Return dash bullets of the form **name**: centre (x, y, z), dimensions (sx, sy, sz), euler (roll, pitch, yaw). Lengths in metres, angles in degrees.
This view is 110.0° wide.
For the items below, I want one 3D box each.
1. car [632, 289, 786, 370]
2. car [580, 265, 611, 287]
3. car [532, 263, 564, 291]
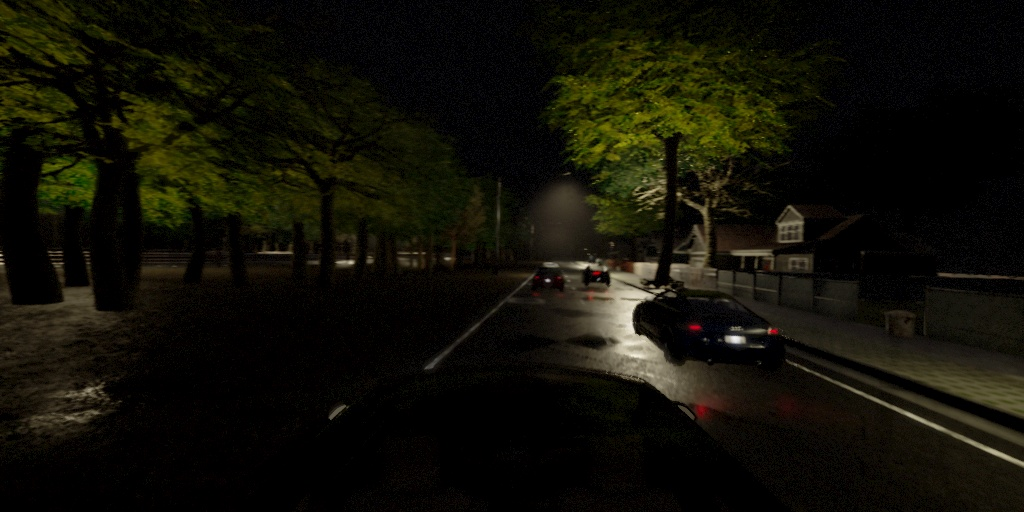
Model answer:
- **car**: centre (4.163, 1.450, 8.296), dimensions (1.994, 1.385, 4.181), euler (2, 0, 7)
- **car**: centre (6.414, 1.457, 27.736), dimensions (2.128, 1.511, 4.902), euler (2, 0, 7)
- **car**: centre (2.336, 1.416, 23.051), dimensions (1.994, 1.385, 4.181), euler (2, 0, 6)
